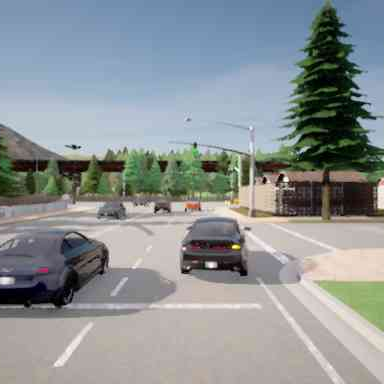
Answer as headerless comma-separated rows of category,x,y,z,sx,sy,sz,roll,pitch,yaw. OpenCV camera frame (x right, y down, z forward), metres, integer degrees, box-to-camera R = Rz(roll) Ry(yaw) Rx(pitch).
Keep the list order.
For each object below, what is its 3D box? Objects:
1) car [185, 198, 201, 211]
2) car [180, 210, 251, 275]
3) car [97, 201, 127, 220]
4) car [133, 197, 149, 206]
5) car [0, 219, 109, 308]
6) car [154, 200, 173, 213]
car,0.124,1.535,43.084,2.097,1.767,4.553,0,0,0
car,0.832,1.553,10.691,1.837,1.490,4.892,0,0,8
car,-7.095,1.632,29.841,1.837,1.490,4.892,0,0,0
car,-7.003,1.414,46.209,1.837,1.490,4.892,0,0,0
car,-3.406,1.598,8.075,1.994,1.385,4.181,0,0,0
car,-3.402,1.671,39.206,1.837,1.490,4.892,0,0,0
